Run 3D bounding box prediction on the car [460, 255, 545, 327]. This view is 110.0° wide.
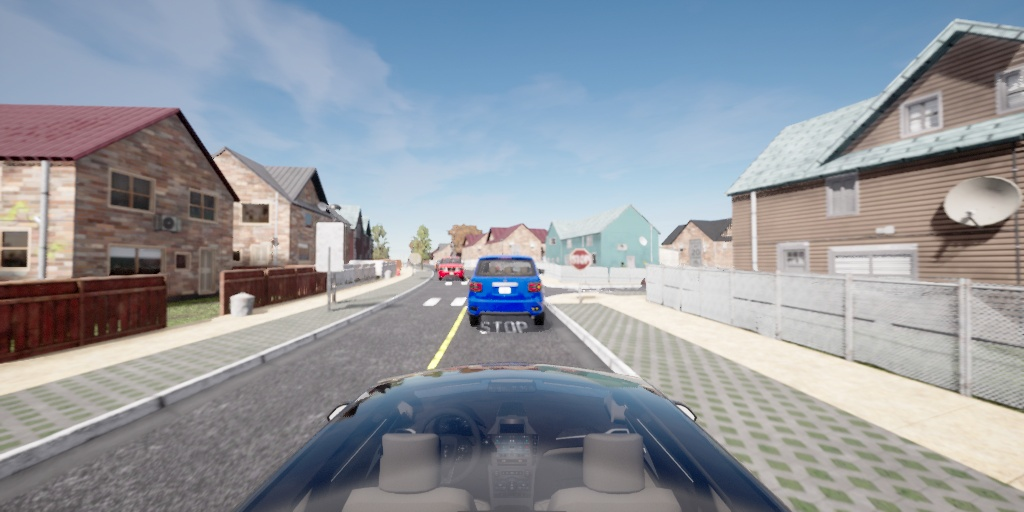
[{"bbox_3d":[-0.079,1.005,11.879,2.150,2.045,5.566,0,-1,2],"label":"car"}]

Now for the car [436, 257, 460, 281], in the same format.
[{"bbox_3d":[-5.399,1.080,31.811,2.150,2.045,5.566,0,0,-11],"label":"car"}]

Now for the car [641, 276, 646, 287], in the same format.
[{"bbox_3d":[11.771,1.726,26.844,4.181,1.385,1.994,1,-2,-20],"label":"car"}]
